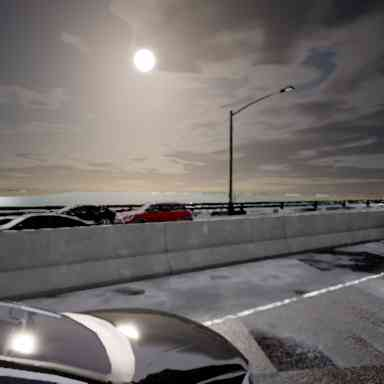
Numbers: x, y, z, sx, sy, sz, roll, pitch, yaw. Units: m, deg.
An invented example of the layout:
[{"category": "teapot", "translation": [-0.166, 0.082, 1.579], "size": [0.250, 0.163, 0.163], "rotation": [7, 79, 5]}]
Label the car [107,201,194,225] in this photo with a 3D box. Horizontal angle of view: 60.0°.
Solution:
[{"category": "car", "translation": [-2.145, 1.351, 19.075], "size": [4.553, 1.767, 2.097], "rotation": [0, 0, -35]}]

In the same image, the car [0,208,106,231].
[{"category": "car", "translation": [-5.829, 1.506, 12.204], "size": [4.674, 1.442, 1.812], "rotation": [0, 0, -35]}]

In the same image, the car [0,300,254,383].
[{"category": "car", "translation": [-1.684, 1.484, 2.033], "size": [4.902, 1.511, 2.128], "rotation": [0, 0, -35]}]

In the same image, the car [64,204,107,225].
[{"category": "car", "translation": [-6.899, 1.484, 20.013], "size": [4.892, 1.490, 1.837], "rotation": [0, 0, -35]}]
